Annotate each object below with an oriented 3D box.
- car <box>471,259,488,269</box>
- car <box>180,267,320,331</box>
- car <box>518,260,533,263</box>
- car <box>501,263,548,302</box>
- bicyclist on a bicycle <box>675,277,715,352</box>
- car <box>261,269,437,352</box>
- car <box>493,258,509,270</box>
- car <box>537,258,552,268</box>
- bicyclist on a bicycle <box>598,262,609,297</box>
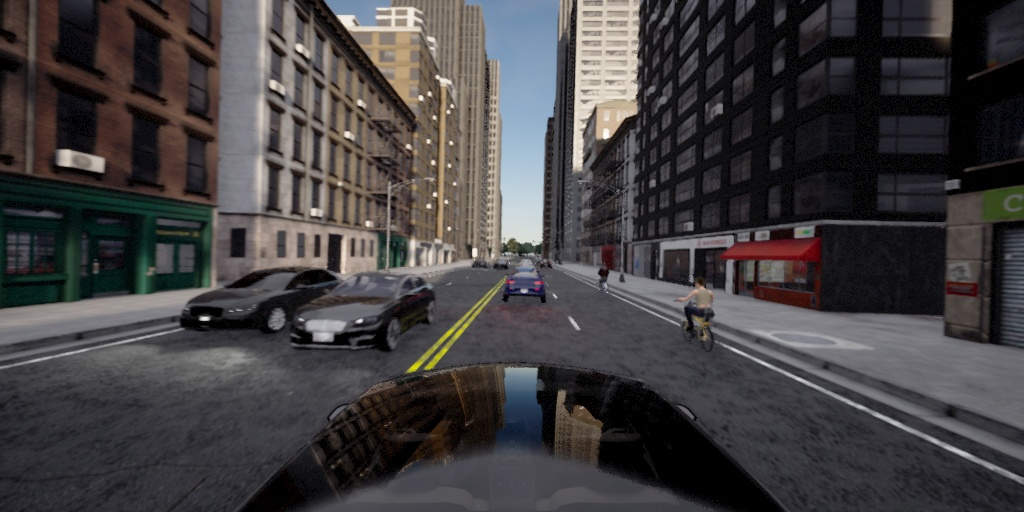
[{"bbox_3d":[-4.638,1.076,52.104,1.994,1.385,4.181,2,0,3],"label":"car"},{"bbox_3d":[-6.385,1.071,9.993,1.837,1.490,4.892,2,0,2],"label":"car"},{"bbox_3d":[1.815,1.221,46.729,1.812,1.442,4.674,2,0,2],"label":"car"},{"bbox_3d":[0.605,1.260,17.021,1.812,1.442,4.674,2,0,2],"label":"car"},{"bbox_3d":[4.276,1.285,8.276,0.866,1.612,1.509,2,0,3],"label":"bicyclist on a bicycle"},{"bbox_3d":[-3.186,1.144,8.698,2.128,1.511,4.902,2,0,2],"label":"car"},{"bbox_3d":[-1.492,1.078,49.684,1.882,1.535,5.008,1,0,3],"label":"car"},{"bbox_3d":[5.619,1.285,60.116,1.812,1.442,4.674,2,0,2],"label":"car"},{"bbox_3d":[4.721,1.210,18.645,0.659,1.776,1.843,2,0,2],"label":"bicyclist on a bicycle"}]
